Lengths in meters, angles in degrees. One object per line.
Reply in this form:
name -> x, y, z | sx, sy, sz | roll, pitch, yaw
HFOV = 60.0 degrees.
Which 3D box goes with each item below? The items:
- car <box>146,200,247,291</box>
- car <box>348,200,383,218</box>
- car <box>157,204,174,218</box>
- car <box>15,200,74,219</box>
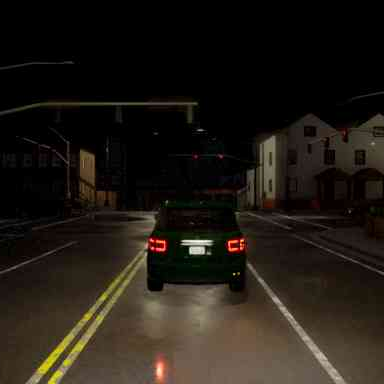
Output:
car -> 0.098, 1.221, 9.109 | 2.150, 2.045, 5.566 | 0, 0, 0
car -> 16.588, 1.492, 29.823 | 4.902, 1.511, 2.128 | 0, 0, -1
car -> -3.555, 2.597, 45.382 | 1.812, 1.442, 4.674 | 0, -9, 0
car -> -13.043, 1.492, 29.398 | 4.902, 1.511, 2.128 | -2, 0, -1
